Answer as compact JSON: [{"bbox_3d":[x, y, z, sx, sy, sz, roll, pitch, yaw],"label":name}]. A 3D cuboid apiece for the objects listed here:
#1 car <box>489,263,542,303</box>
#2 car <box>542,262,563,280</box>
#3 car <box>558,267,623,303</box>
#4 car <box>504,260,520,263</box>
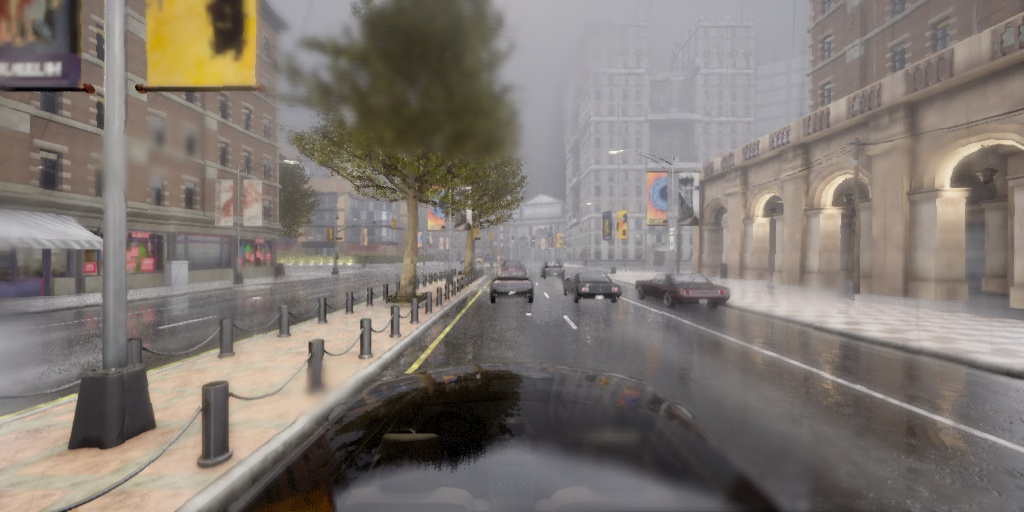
[{"bbox_3d":[0.000,1.242,16.500,2.128,1.511,4.902,0,0,0],"label":"car"},{"bbox_3d":[3.500,1.243,31.500,2.128,1.511,4.902,0,0,0],"label":"car"},{"bbox_3d":[3.500,1.363,16.530,1.895,1.301,4.718,0,0,0],"label":"car"},{"bbox_3d":[0.000,1.113,31.470,2.097,1.767,4.553,0,0,0],"label":"car"}]
